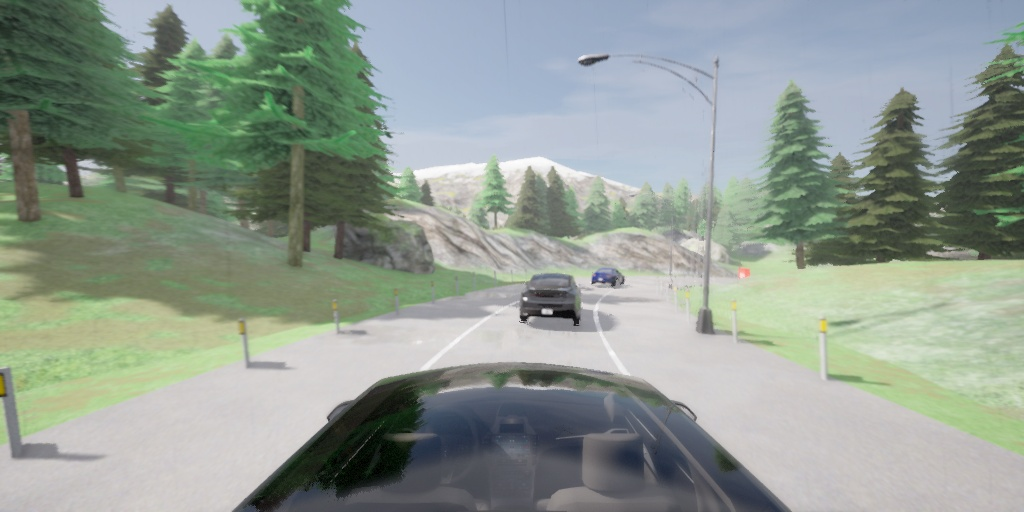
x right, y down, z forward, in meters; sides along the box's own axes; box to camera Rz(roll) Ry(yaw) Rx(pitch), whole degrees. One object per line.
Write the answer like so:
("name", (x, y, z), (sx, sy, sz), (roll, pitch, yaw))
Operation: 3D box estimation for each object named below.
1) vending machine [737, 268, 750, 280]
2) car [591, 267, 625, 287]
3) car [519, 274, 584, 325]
("vending machine", (28.074, 2.460, 43.693), (0.880, 2.100, 1.100), (0, 0, -33))
("car", (7.800, 1.652, 29.005), (1.812, 1.442, 4.674), (3, 0, 29))
("car", (1.432, 1.338, 12.360), (1.837, 1.490, 4.892), (1, -1, 11))
